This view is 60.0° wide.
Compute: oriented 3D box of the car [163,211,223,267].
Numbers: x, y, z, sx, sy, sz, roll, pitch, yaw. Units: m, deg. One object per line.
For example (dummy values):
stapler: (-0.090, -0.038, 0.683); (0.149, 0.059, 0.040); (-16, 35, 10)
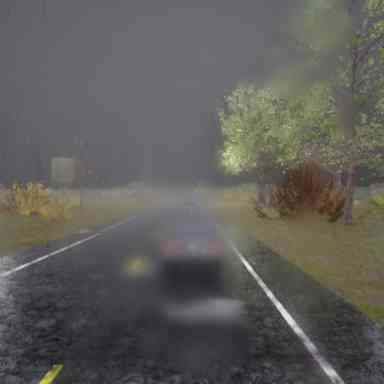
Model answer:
car: (0.042, 1.622, 11.720); (2.033, 1.411, 5.357); (0, 0, 0)

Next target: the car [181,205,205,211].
car: (0.041, 1.712, 26.745); (2.033, 1.411, 5.357); (0, 0, 0)

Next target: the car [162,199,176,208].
car: (-3.586, 1.817, 52.879); (1.812, 1.442, 4.674); (0, 0, 0)
